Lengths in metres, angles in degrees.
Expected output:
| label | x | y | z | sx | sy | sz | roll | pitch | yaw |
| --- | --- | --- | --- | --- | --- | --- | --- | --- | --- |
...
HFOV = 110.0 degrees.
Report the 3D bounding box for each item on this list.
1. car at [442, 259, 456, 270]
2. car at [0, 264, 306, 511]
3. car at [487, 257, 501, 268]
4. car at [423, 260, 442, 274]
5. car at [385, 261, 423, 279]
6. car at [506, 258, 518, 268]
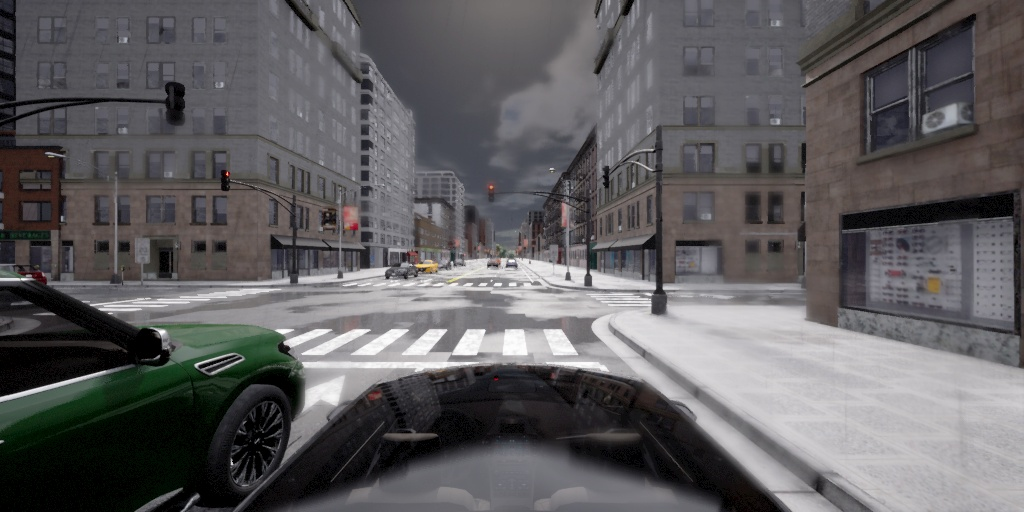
| label | x | y | z | sx | sy | sz | roll | pitch | yaw |
| --- | --- | --- | --- | --- | --- | --- | --- | --- | --- |
| car | -9.884 | 1.243 | 51.453 | 2.128 | 1.511 | 4.902 | 0 | 0 | 0 |
| car | -3.148 | 0.971 | 1.232 | 2.150 | 2.045 | 5.566 | 0 | 0 | 0 |
| car | -3.302 | 1.349 | 61.892 | 1.895 | 1.301 | 4.718 | 0 | 0 | 0 |
| car | -9.878 | 1.231 | 41.641 | 1.882 | 1.535 | 5.008 | 0 | 0 | 0 |
| car | -9.871 | 1.279 | 32.444 | 1.812 | 1.442 | 4.674 | 0 | 0 | 2 |
| car | -0.052 | 1.312 | 61.865 | 1.994 | 1.385 | 4.181 | 0 | 0 | 0 |
